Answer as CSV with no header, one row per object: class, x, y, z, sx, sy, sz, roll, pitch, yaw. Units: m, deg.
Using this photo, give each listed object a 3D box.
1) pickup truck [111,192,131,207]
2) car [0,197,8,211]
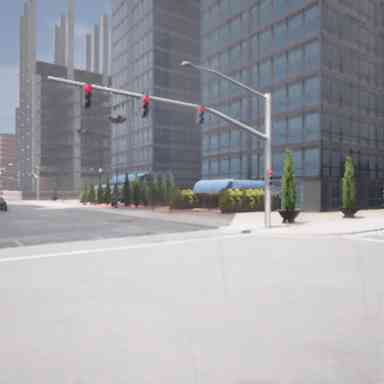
pickup truck,-10.509,1.061,49.808,2.390,2.098,6.274,0,0,-6
car,-22.988,1.350,38.879,2.097,1.767,4.553,0,0,-36
